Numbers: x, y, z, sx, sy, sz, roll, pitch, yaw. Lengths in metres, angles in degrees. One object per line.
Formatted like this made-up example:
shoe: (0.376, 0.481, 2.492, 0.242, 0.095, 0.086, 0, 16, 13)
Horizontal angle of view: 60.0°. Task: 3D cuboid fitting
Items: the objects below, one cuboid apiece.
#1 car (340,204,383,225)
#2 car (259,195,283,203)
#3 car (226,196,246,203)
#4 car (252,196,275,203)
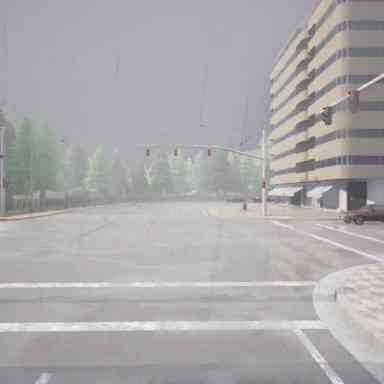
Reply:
car: (13.191, 1.581, 24.039, 4.674, 1.442, 1.812, 0, 0, -1)
car: (17.586, 1.525, 73.664, 4.902, 1.511, 2.128, 0, 0, -23)
car: (9.050, 1.491, 67.684, 4.902, 1.511, 2.128, 0, 0, -42)
car: (14.269, 1.525, 67.786, 4.674, 1.442, 1.812, 0, 0, -34)
